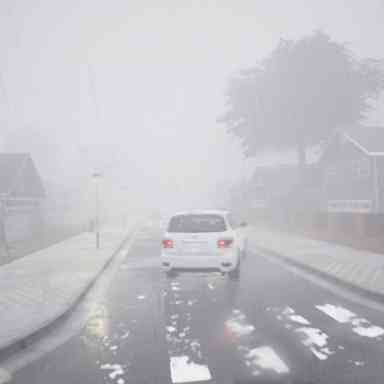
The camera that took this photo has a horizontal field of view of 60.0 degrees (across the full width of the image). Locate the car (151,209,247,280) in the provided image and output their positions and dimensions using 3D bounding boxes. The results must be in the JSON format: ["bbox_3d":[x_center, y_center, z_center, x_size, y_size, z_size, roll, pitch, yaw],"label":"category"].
[{"bbox_3d":[0.609,1.616,11.302,2.150,2.045,5.566,-2,-3,11],"label":"car"}]

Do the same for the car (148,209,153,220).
[{"bbox_3d":[-5.178,3.146,47.355,1.837,1.490,4.892,-2,-2,-6],"label":"car"}]
